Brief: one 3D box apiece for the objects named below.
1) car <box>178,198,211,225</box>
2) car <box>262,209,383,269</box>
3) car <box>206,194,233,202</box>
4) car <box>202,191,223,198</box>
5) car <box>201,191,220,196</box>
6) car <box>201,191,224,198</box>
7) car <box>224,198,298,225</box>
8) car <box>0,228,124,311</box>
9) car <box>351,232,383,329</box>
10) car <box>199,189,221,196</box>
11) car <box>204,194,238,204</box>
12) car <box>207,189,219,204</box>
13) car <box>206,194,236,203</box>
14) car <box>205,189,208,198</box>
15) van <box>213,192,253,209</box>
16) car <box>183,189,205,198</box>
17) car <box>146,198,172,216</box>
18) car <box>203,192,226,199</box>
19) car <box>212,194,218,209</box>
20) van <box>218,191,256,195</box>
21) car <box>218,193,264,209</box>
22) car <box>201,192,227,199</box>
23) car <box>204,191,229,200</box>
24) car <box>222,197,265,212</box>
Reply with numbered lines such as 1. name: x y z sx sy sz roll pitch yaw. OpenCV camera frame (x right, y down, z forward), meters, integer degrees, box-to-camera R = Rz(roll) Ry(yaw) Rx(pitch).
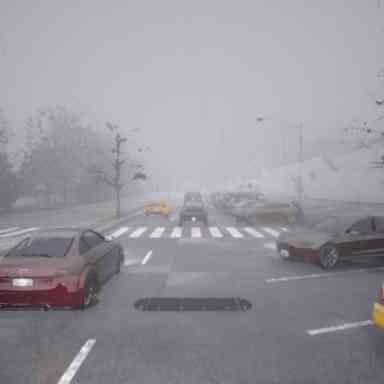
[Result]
1. car: 0.102 1.369 22.710 1.837 1.490 4.892 0 0 0
2. car: 5.045 1.460 10.836 4.792 1.488 2.163 1 1 -20
3. car: 5.068 1.047 61.668 4.674 1.452 2.002 0 1 -20
4. car: 5.070 0.632 82.549 4.674 1.452 2.002 0 1 -20
5. car: 5.085 0.427 91.487 4.892 1.521 2.231 0 1 -20
6. car: 4.902 0.647 79.500 5.366 1.575 1.946 0 1 -20
7. car: 5.046 1.382 22.842 4.792 1.488 2.163 1 1 -20
8. car: -2.900 1.521 7.724 1.994 1.385 4.181 0 0 0
9. car: 5.243 1.466 4.912 5.366 1.575 1.946 1 0 -20
10. car: 5.105 0.122 94.484 5.566 2.045 2.435 0 1 -20
11. car: 4.901 1.090 55.627 5.366 1.575 1.946 1 1 -20
12. car: 5.051 1.004 37.774 5.566 2.045 2.435 1 1 -20
13. car: 5.100 1.085 58.696 4.792 1.488 2.163 0 1 -20
14. car: 5.102 0.965 43.770 5.566 2.045 2.435 1 0 -20
15. van: 4.967 1.009 40.727 4.442 1.987 1.878 1 1 -20
16. car: 0.101 0.960 41.609 2.150 2.045 5.566 0 0 0
17. car: -2.898 1.297 29.737 1.882 1.535 5.008 0 0 0
18. car: 5.101 0.745 76.597 4.792 1.488 2.163 0 1 -20
19. car: 5.066 1.276 34.807 4.892 1.521 2.231 1 0 -20
20. van: 5.184 1.070 31.866 4.442 1.987 1.878 1 0 -20
21. car: 5.044 1.188 28.831 4.553 1.767 2.185 1 0 -20
22. car: 4.901 0.775 73.535 5.366 1.575 1.946 0 2 -20
23. car: 5.046 0.775 67.624 4.553 1.767 2.185 0 1 -20
24. car: 5.067 1.373 25.860 4.674 1.452 2.002 1 0 -20
